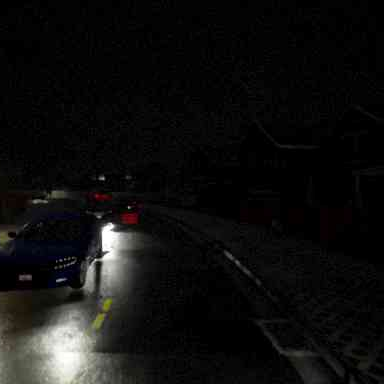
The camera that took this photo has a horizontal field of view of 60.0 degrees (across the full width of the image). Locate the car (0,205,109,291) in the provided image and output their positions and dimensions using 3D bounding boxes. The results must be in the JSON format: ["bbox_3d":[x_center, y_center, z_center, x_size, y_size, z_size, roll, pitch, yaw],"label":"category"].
[{"bbox_3d":[-3.591,1.356,8.985,1.882,1.535,5.008,0,1,-8],"label":"car"}]

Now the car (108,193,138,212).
[{"bbox_3d":[-6.443,1.069,31.412,1.837,1.490,4.892,0,1,-22],"label":"car"}]

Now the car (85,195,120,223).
[{"bbox_3d":[-6.236,1.184,22.344,2.128,1.511,4.902,0,1,-16],"label":"car"}]

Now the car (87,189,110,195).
[{"bbox_3d":[-12.017,0.620,42.515,2.150,2.045,5.566,-1,0,-31],"label":"car"}]

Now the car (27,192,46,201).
[{"bbox_3d":[-26.427,0.688,56.213,1.882,1.535,5.008,-1,1,-45],"label":"car"}]
